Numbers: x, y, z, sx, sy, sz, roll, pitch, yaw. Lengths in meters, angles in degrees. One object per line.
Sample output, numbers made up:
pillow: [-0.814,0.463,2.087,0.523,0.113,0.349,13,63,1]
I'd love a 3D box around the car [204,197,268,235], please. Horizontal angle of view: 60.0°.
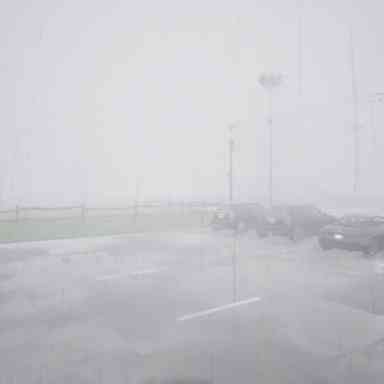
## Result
car: [3.258,1.346,19.078,4.553,1.767,2.097,0,0,-36]

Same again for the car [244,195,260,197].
car: [8.147,1.546,53.113,1.994,1.385,4.181,0,0,-36]

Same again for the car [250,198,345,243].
car: [5.310,1.346,16.245,4.553,1.767,2.097,0,0,-36]

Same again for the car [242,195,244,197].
car: [5.229,1.462,51.168,1.882,1.535,5.008,0,0,-36]

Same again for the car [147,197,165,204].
car: [-7.399,1.550,62.600,1.994,1.385,4.181,0,0,-36]

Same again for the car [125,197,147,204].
car: [-10.639,1.589,61.097,1.895,1.301,4.718,0,0,-36]

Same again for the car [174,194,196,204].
car: [-1.398,1.336,66.299,2.097,1.767,4.553,0,0,-36]

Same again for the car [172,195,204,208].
car: [-0.408,1.514,47.005,1.812,1.442,4.674,0,0,-36]

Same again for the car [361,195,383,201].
car: [44.563,1.503,81.175,2.033,1.411,5.357,0,0,-7]

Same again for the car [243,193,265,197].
car: [10.693,1.201,55.555,2.150,2.045,5.566,0,0,-37]

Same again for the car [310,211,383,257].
car: [6.818,1.558,13.010,4.181,1.385,1.994,0,0,-36]

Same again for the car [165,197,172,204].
car: [-4.373,1.586,64.414,1.895,1.301,4.718,0,0,-36]

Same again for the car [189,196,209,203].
car: [1.439,1.538,68.372,1.994,1.385,4.181,0,0,-36]
